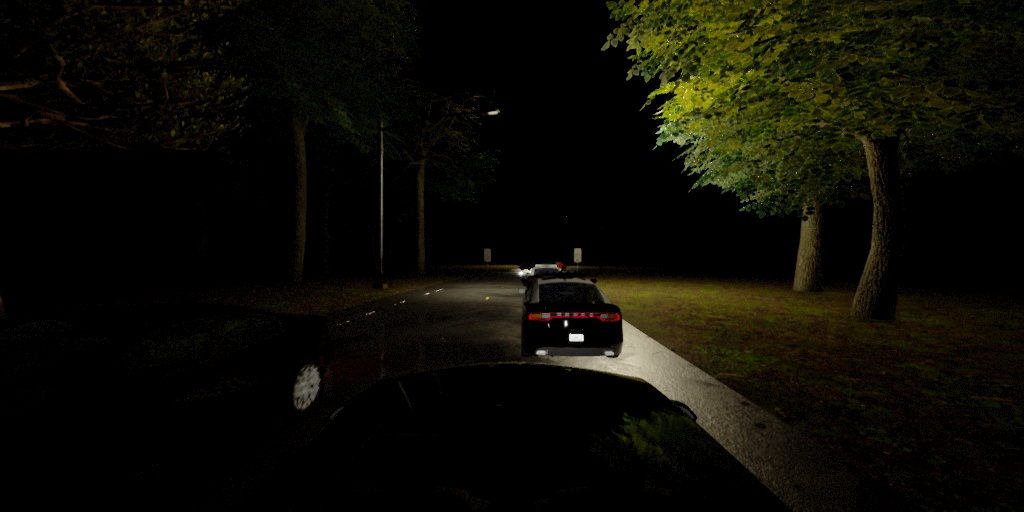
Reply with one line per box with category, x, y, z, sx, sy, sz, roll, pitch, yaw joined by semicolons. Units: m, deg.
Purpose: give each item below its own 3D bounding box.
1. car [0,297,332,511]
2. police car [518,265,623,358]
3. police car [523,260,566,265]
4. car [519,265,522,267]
car;-3.548;1.226;3.114;1.882;1.535;5.008;0;0;1
police car;1.179;1.179;8.641;1.930;1.638;5.238;0;0;2
police car;1.751;1.201;18.501;1.930;1.638;5.238;0;0;5
car;2.383;1.492;52.213;1.895;1.301;4.718;0;0;13
